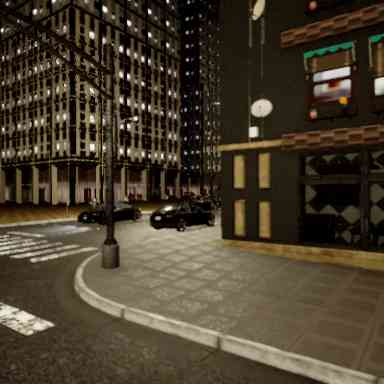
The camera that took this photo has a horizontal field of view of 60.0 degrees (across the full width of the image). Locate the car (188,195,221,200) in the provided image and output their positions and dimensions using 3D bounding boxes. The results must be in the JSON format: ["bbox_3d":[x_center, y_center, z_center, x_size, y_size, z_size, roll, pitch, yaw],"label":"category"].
[{"bbox_3d":[0.504,1.094,29.358,1.837,1.490,4.892,0,1,35],"label":"car"}]

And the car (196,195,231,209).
[{"bbox_3d":[2.420,1.051,36.549,1.947,1.339,4.313,1,1,35],"label":"car"}]

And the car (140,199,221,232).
[{"bbox_3d":[-0.462,1.291,17.924,1.947,1.339,4.313,1,1,35],"label":"car"}]

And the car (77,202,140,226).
[{"bbox_3d":[-5.186,1.321,21.290,1.994,1.385,4.181,0,1,35],"label":"car"}]
